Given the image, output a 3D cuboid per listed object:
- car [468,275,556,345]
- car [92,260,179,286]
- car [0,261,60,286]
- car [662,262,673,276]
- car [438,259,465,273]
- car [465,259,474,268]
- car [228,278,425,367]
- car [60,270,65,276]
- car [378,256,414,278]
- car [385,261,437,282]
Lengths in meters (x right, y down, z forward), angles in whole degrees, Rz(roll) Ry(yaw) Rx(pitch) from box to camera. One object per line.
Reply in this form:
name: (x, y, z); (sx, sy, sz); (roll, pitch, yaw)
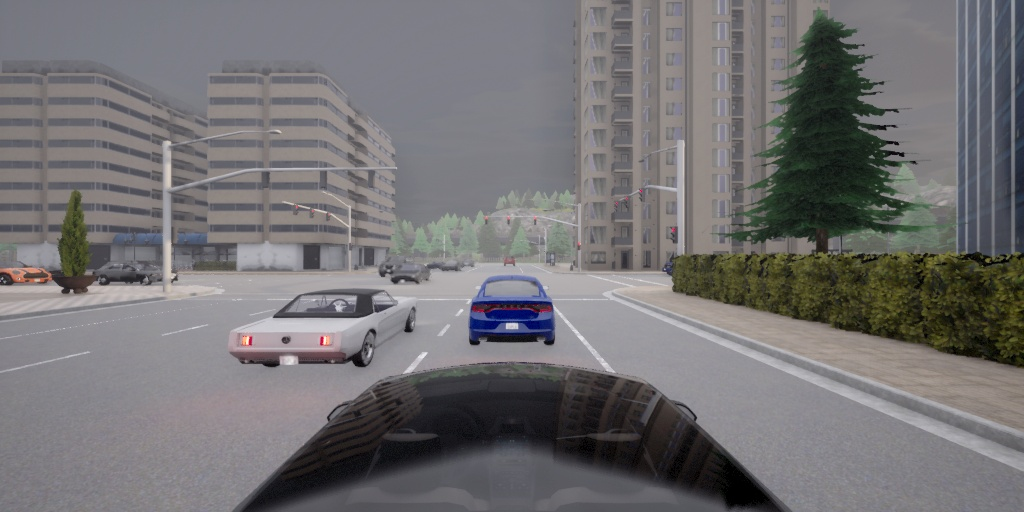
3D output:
car: (-0.004, 1.228, 9.521); (1.882, 1.535, 5.008); (0, 0, 0)
car: (-25.947, 1.241, 24.792); (4.902, 1.511, 2.128); (0, 0, 1)
car: (-35.099, 1.102, 24.822); (4.553, 1.767, 2.097); (0, 0, 0)
car: (17.892, 0.971, 35.469); (5.566, 2.045, 2.150); (0, 0, 0)
car: (-7.484, 1.228, 44.604); (1.882, 1.535, 5.008); (0, 0, 0)
car: (-7.615, 1.241, 61.946); (2.128, 1.511, 4.902); (0, 0, 0)
car: (-3.497, 1.351, 7.855); (1.895, 1.301, 4.718); (0, 0, 0)
car: (-38.615, 1.351, 28.329); (4.718, 1.301, 1.895); (0, 0, 0)
car: (-10.892, 0.971, 34.430); (2.150, 2.045, 5.566); (0, 0, 0)
car: (-7.323, 1.297, 26.561); (2.033, 1.411, 5.357); (0, 0, -1)
